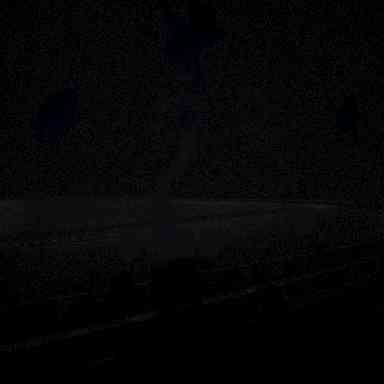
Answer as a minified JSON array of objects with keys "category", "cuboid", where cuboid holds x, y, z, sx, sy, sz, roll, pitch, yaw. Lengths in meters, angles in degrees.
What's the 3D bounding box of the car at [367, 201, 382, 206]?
[{"category":"car","cuboid":[43.101,2.794,77.912,1.895,1.301,4.718,0,-1,1]}]
